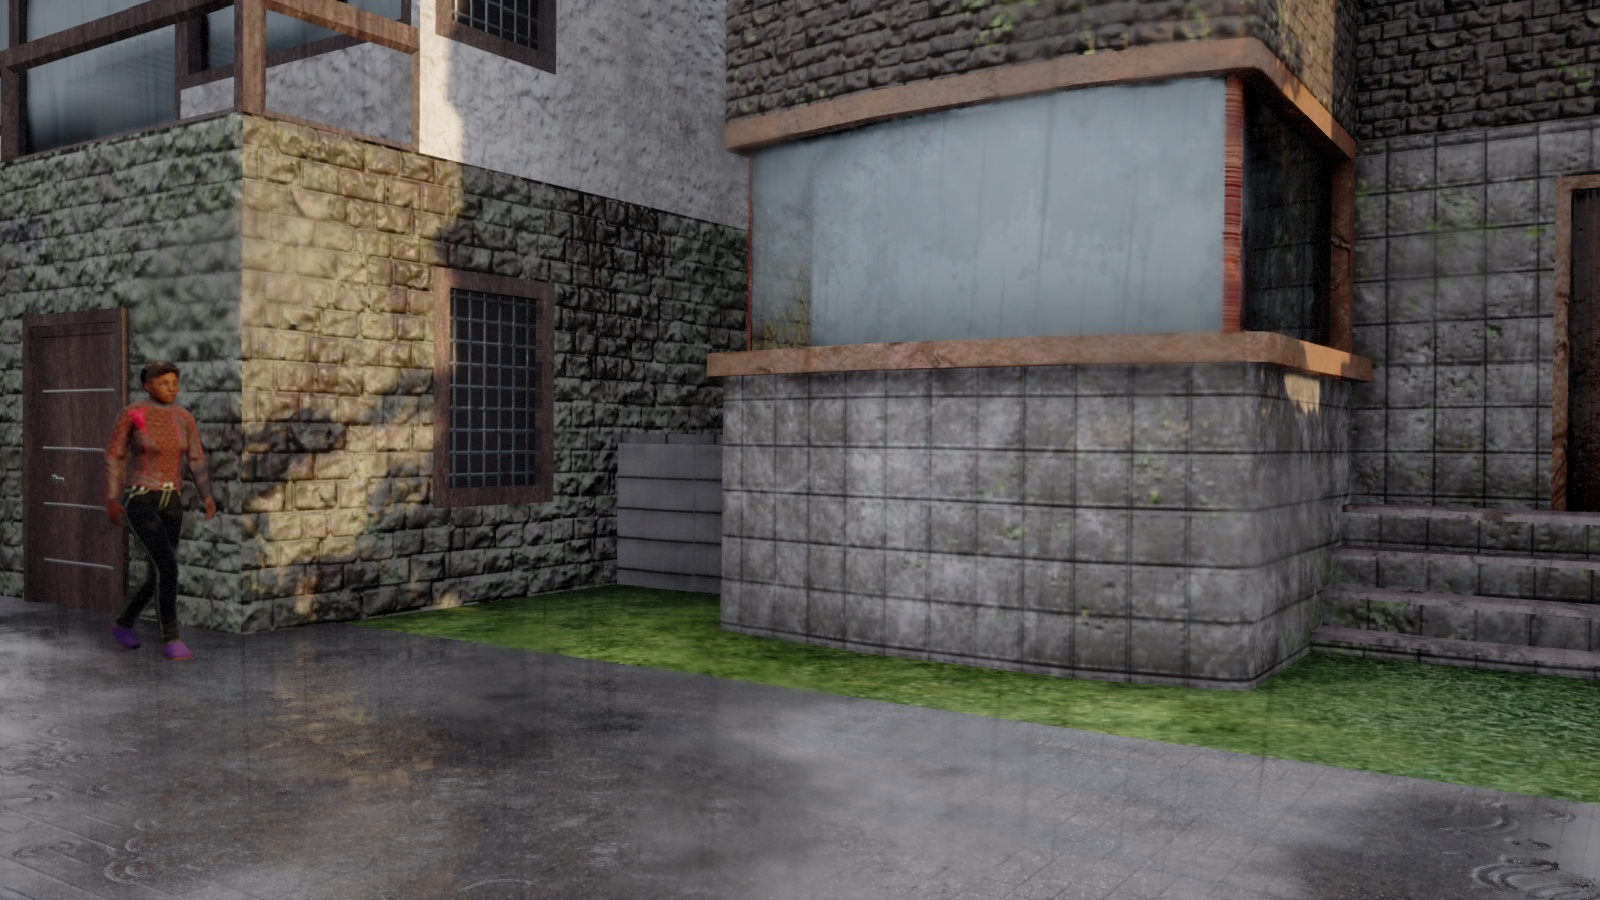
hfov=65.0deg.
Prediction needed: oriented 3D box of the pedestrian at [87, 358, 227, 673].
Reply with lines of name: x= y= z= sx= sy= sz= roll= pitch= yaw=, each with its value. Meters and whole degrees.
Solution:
pedestrian: x=-3.878 y=0.373 z=7.562 sx=0.869 sy=1.805 sz=0.328 roll=0 pitch=1 yaw=32
